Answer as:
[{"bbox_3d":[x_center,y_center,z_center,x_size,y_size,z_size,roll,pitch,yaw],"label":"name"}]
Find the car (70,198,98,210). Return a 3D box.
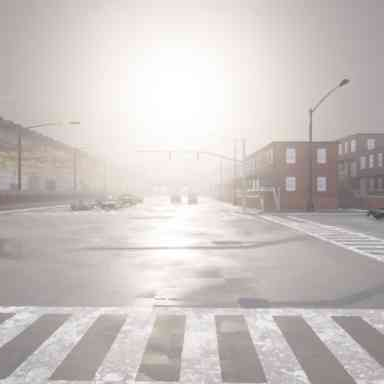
[{"bbox_3d":[-14.041,1.601,42.881,1.895,1.301,4.718,0,0,0],"label":"car"}]

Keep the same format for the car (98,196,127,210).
[{"bbox_3d":[-10.535,1.548,43.961,2.033,1.411,5.357,0,0,0],"label":"car"}]

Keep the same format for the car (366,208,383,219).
[{"bbox_3d":[17.060,1.547,26.712,5.357,1.411,2.033,0,0,0],"label":"car"}]

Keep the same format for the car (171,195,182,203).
[{"bbox_3d":[-3.368,1.353,70.271,2.097,1.767,4.553,0,0,0],"label":"car"}]

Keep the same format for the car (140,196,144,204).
[{"bbox_3d":[-10.475,1.505,64.927,1.837,1.490,4.892,0,0,1],"label":"car"}]

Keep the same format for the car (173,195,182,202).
[{"bbox_3d":[-3.426,1.478,80.557,1.882,1.535,5.008,0,0,0],"label":"car"}]

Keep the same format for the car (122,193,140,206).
[{"bbox_3d":[-10.516,1.222,54.473,2.150,2.045,5.566,0,0,0],"label":"car"}]

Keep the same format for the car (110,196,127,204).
[{"bbox_3d":[-13.980,1.492,63.434,2.128,1.511,4.902,0,0,0],"label":"car"}]

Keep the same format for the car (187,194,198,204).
[{"bbox_3d":[0.151,1.548,66.319,2.033,1.411,5.357,0,0,1],"label":"car"}]
